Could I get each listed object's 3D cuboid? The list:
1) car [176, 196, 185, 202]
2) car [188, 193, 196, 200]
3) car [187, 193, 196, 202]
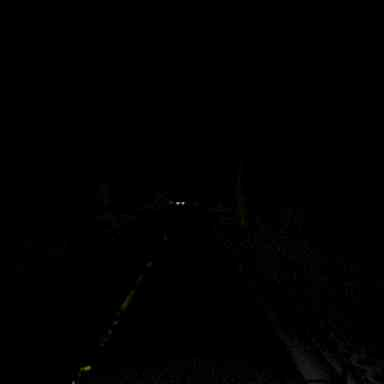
[{"bbox_3d":[-2.764,1.758,81.816,1.994,1.385,4.181,0,0,0],"label":"car"},{"bbox_3d":[-0.016,1.218,91.203,2.150,2.045,5.566,0,0,0],"label":"car"},{"bbox_3d":[-0.014,1.433,80.783,2.150,2.045,5.566,0,0,0],"label":"car"}]
